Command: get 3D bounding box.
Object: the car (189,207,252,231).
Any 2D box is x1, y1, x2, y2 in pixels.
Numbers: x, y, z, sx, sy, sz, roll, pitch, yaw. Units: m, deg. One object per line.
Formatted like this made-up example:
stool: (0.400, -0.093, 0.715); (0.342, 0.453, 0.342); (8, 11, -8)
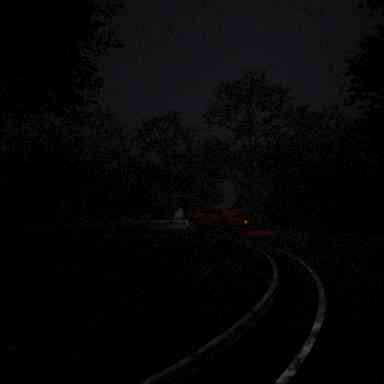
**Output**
car: (1.837, 1.789, 23.177); (1.882, 1.535, 5.008); (1, -2, -40)
